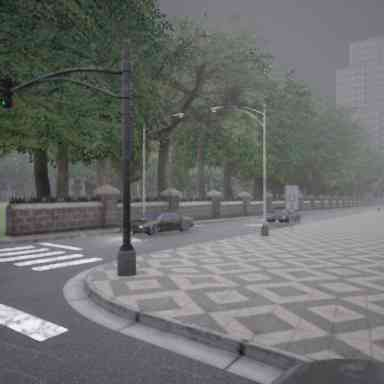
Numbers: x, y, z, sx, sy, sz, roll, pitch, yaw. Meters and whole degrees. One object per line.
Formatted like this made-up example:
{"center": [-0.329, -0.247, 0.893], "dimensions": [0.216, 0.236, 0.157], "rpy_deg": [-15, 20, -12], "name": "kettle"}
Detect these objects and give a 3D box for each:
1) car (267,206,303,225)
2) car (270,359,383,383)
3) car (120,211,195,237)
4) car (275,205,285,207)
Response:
{"center": [8.522, 2.228, 30.105], "dimensions": [1.895, 1.301, 4.718], "rpy_deg": [0, -1, 35], "name": "car"}
{"center": [2.280, 1.551, 1.333], "dimensions": [4.403, 1.369, 2.008], "rpy_deg": [0, 0, 36], "name": "car"}
{"center": [-1.934, 1.896, 20.870], "dimensions": [2.033, 1.411, 5.357], "rpy_deg": [0, -1, 35], "name": "car"}
{"center": [10.269, 2.292, 38.054], "dimensions": [1.837, 1.490, 4.892], "rpy_deg": [0, -1, 36], "name": "car"}
